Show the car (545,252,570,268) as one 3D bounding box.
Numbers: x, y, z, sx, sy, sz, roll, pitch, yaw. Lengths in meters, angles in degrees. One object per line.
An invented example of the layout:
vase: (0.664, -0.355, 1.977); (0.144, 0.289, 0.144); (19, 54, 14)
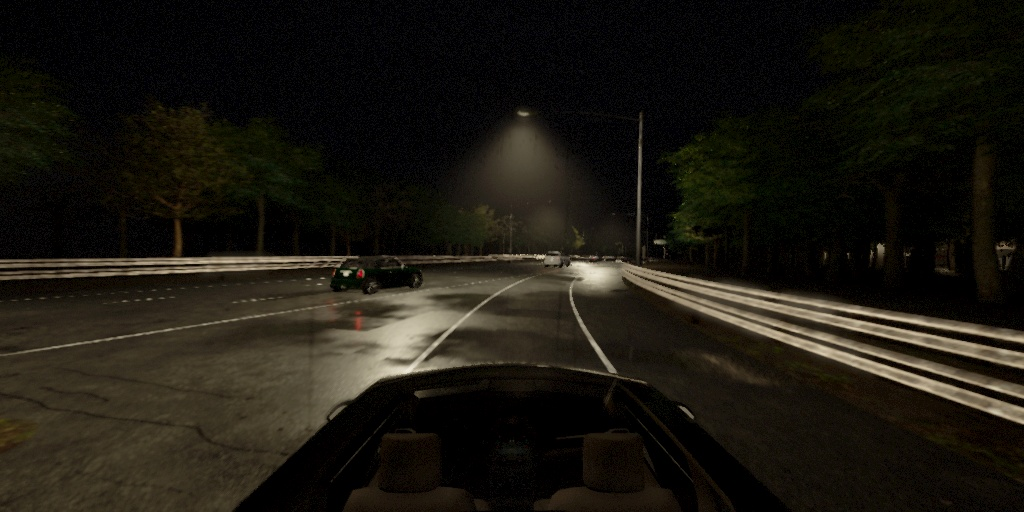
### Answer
car: (5.904, 0.496, 46.331); (2.150, 2.045, 5.566); (1, 1, 23)

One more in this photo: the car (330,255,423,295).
car: (-6.416, 0.814, 17.601); (2.097, 1.767, 4.553); (1, 1, 23)
